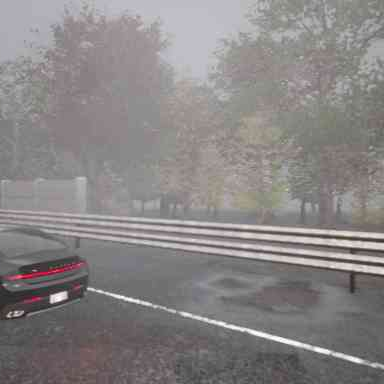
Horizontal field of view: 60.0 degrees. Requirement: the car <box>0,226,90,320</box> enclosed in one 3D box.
[{"bbox_3d":[-4.158,1.478,6.854,4.892,1.490,1.837,0,0,35],"label":"car"}]
